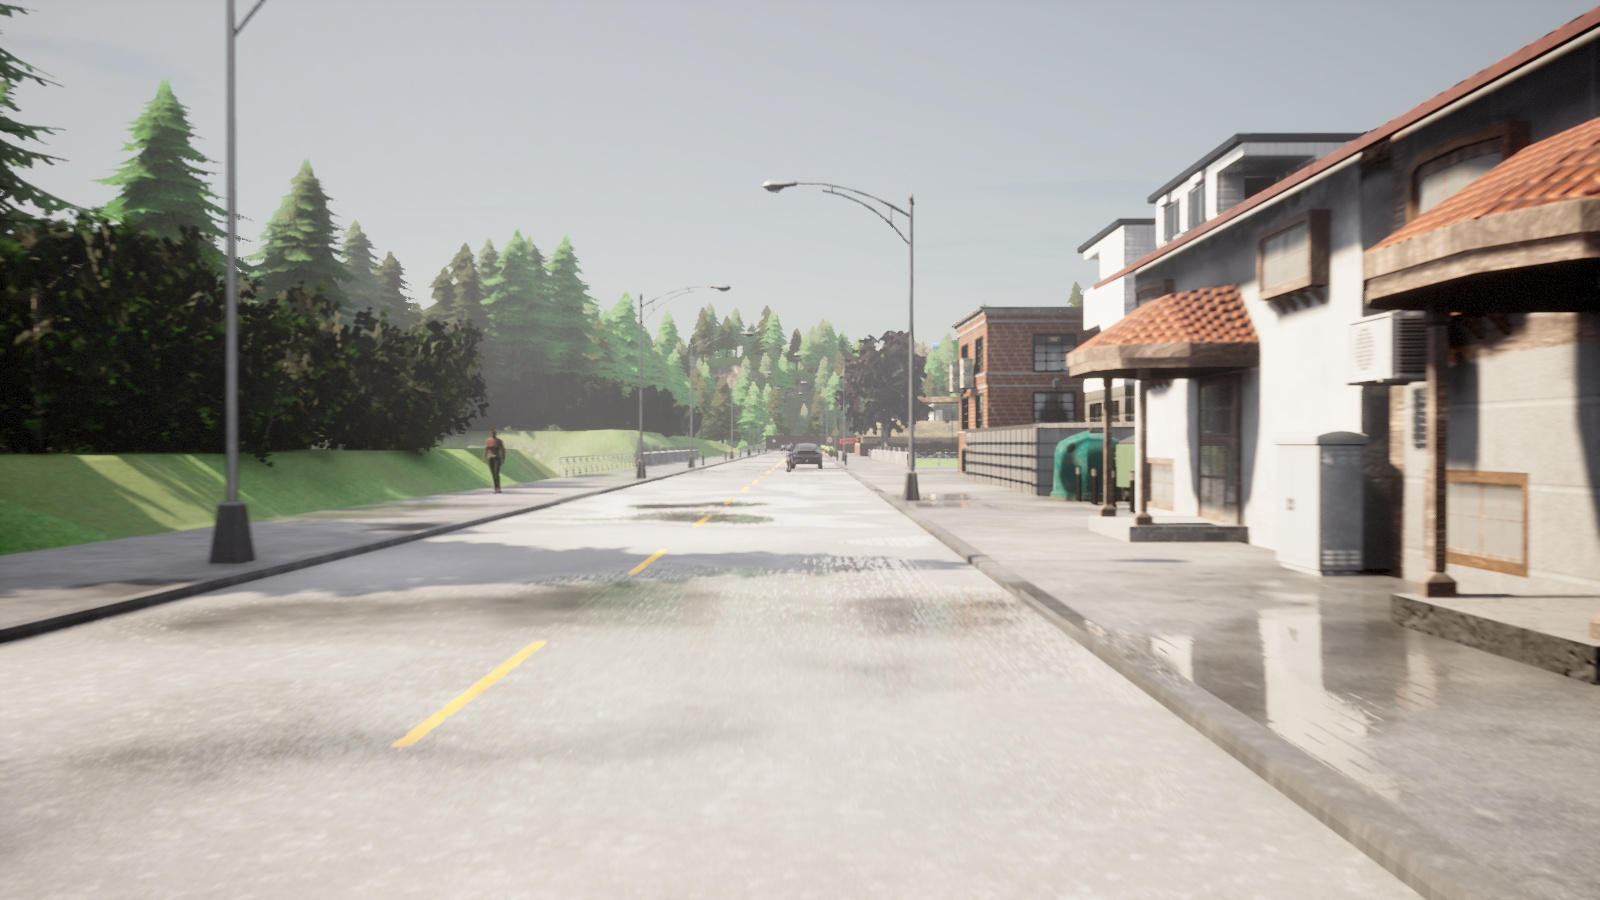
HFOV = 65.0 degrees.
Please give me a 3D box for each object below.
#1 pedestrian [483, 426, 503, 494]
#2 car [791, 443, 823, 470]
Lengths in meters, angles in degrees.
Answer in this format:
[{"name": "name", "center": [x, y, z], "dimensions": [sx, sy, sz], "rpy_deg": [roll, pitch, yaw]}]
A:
[{"name": "pedestrian", "center": [-8.309, 0.271, 34.007], "dimensions": [0.328, 1.805, 0.869], "rpy_deg": [0, 0, 0]}, {"name": "car", "center": [0.410, 0.361, 75.480], "dimensions": [1.837, 1.490, 4.892], "rpy_deg": [0, 1, 0]}]
